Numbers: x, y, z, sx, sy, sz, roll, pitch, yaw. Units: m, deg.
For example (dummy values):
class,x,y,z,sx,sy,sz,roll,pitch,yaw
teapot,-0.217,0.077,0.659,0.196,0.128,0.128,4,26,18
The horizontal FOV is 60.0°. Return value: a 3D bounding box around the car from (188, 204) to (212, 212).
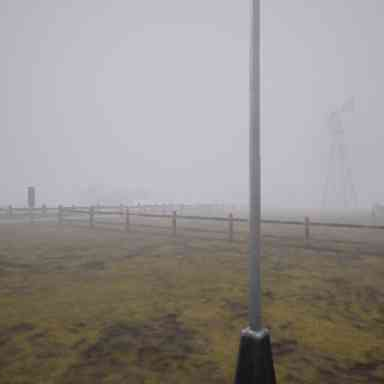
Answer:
class,x,y,z,sx,sy,sz,roll,pitch,yaw
car,1.477,2.788,58.878,2.033,1.411,5.357,-1,-2,35
